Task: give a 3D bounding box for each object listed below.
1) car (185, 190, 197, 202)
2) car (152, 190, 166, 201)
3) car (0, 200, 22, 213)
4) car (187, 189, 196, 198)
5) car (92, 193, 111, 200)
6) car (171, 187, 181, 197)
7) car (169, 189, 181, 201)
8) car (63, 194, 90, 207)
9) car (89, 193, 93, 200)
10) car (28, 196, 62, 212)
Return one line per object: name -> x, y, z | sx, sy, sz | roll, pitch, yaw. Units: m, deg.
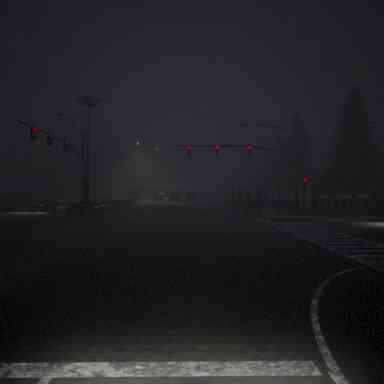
car -> -0.108, 0.788, 67.005 | 2.150, 2.045, 5.566 | 0, 3, 0
car -> -7.018, 1.033, 68.602 | 1.994, 1.385, 4.181 | 0, 4, 0
car -> -21.102, 1.547, 37.161 | 2.033, 1.411, 5.357 | 0, 0, 0
car -> -0.166, 0.296, 77.430 | 2.033, 1.411, 5.357 | 0, 7, 0
car -> -17.604, 1.151, 66.373 | 2.033, 1.411, 5.357 | 0, 3, 0
car -> -3.671, 0.014, 78.338 | 2.097, 1.767, 4.553 | 0, 7, 0
car -> -3.516, 0.832, 68.423 | 2.097, 1.767, 4.553 | 0, 4, 0
car -> -17.617, 1.527, 51.002 | 1.812, 1.442, 4.674 | 0, 1, 0
car -> -21.119, 0.948, 68.956 | 1.994, 1.385, 4.181 | 0, 3, 0
car -> -17.602, 1.526, 39.461 | 1.812, 1.442, 4.674 | 0, 0, 0
